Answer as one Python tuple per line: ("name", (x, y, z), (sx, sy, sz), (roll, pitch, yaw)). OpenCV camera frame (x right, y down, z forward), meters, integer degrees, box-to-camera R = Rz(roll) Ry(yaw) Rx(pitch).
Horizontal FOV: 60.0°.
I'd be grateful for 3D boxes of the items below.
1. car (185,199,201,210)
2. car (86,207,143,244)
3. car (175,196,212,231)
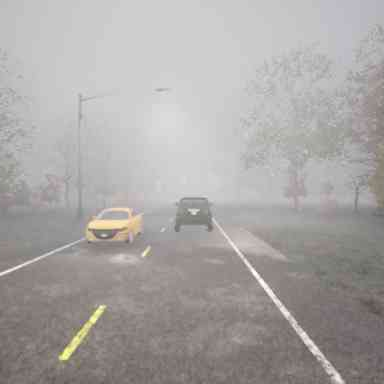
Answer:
("car", (0.115, 1.645, 45.347), (1.994, 1.385, 4.181), (0, 0, 0))
("car", (-3.585, 1.507, 16.130), (1.882, 1.535, 5.008), (0, 0, 0))
("car", (0.106, 1.260, 21.229), (2.150, 2.045, 5.566), (0, 0, 0))
